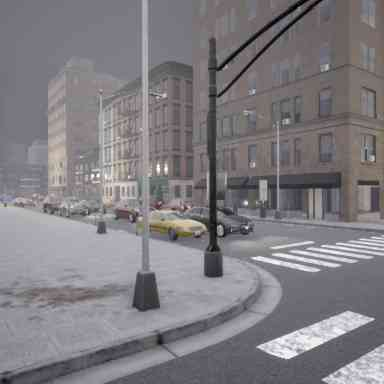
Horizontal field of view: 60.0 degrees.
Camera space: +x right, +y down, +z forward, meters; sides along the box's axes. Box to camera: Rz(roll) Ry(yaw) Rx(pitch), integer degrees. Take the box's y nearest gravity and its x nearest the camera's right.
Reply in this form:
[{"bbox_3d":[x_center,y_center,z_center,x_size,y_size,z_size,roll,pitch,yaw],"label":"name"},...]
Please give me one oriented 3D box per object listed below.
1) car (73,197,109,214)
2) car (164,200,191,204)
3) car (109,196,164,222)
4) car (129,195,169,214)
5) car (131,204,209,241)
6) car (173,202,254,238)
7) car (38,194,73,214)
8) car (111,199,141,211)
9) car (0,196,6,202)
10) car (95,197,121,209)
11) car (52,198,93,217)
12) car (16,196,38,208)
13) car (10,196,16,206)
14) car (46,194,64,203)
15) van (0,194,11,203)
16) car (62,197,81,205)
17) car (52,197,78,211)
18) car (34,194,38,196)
[{"bbox_3d":[-10.364,1.506,34.228,1.837,1.490,4.892,0,0,-36],"label":"car"},{"bbox_3d":[-1.384,1.416,31.163,1.967,1.590,4.097,0,0,-36],"label":"car"},{"bbox_3d":[-4.450,1.355,26.041,2.097,1.767,4.553,0,0,-36],"label":"car"},{"bbox_3d":[-4.705,1.290,35.750,2.192,1.841,5.009,0,0,-36],"label":"car"},{"bbox_3d":[-1.145,1.543,17.148,1.752,1.417,4.829,0,0,-36],"label":"car"},{"bbox_3d":[1.224,1.510,18.186,1.837,1.490,4.892,0,0,-37],"label":"car"},{"bbox_3d":[-14.525,1.328,35.631,2.192,1.841,5.009,0,0,-36],"label":"car"},{"bbox_3d":[-8.024,1.540,40.337,1.947,1.339,4.313,0,0,-36],"label":"car"},{"bbox_3d":[-44.404,1.558,76.909,2.008,1.369,4.403,0,0,-36],"label":"car"},{"bbox_3d":[-11.443,1.498,45.061,1.752,1.417,4.829,0,0,-36],"label":"car"},{"bbox_3d":[-11.204,1.565,31.045,2.008,1.369,4.403,0,0,-36],"label":"car"},{"bbox_3d":[-24.484,1.592,49.391,1.802,1.307,4.206,0,0,-36],"label":"car"},{"bbox_3d":[-27.705,1.535,53.839,1.752,1.417,4.829,0,0,-36],"label":"car"},{"bbox_3d":[-27.944,1.284,67.854,2.192,1.841,5.009,0,0,-36],"label":"car"},{"bbox_3d":[-37.765,1.349,67.735,1.690,1.788,3.998,0,0,-36],"label":"van"},{"bbox_3d":[-21.304,1.521,58.682,2.008,1.369,4.403,0,0,-36],"label":"car"},{"bbox_3d":[-16.378,1.477,42.613,1.882,1.535,5.008,0,0,-36],"label":"car"},{"bbox_3d":[-34.583,1.534,77.028,1.947,1.339,4.313,0,0,-36],"label":"car"}]
